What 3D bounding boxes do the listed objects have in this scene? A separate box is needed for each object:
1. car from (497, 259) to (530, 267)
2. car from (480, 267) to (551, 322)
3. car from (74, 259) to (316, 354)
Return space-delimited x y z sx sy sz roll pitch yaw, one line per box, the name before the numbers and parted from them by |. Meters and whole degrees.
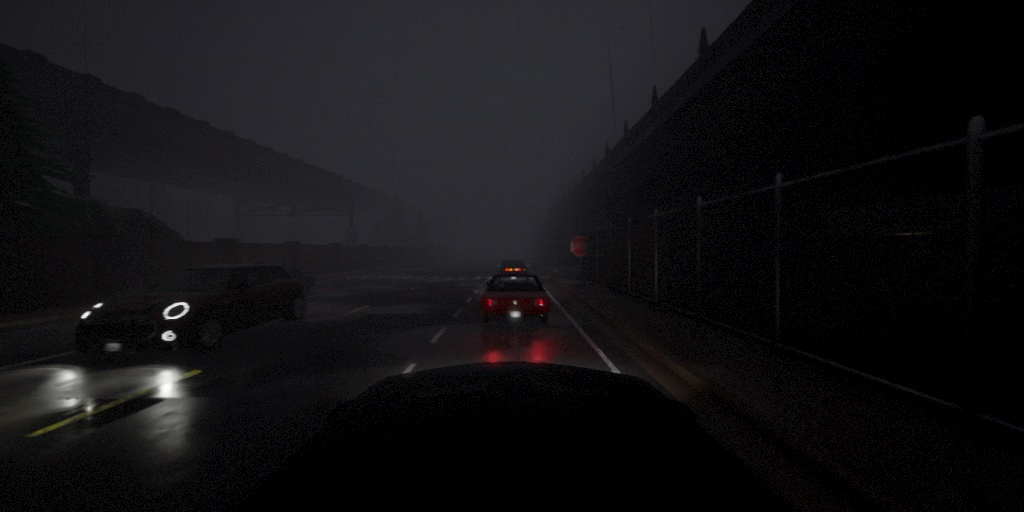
car | 0.092 0.935 22.831 1.837 1.490 4.892 0 1 0
car | 0.095 1.202 11.531 1.895 1.301 4.718 0 1 0
car | -7.096 0.997 8.614 2.097 1.767 4.553 0 1 0
